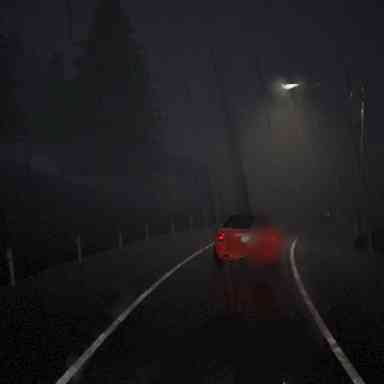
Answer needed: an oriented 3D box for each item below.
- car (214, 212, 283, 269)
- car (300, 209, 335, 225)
[{"bbox_3d":[2.189,1.497,12.092,2.097,1.767,4.553,1,-1,15],"label":"car"},{"bbox_3d":[12.254,2.376,32.318,2.033,1.411,5.357,3,-1,39],"label":"car"}]
